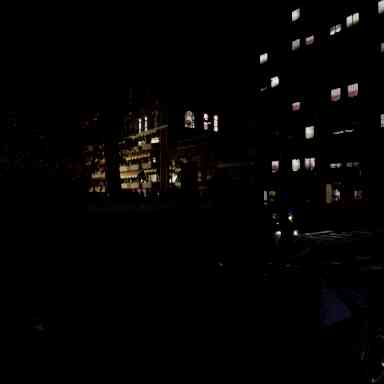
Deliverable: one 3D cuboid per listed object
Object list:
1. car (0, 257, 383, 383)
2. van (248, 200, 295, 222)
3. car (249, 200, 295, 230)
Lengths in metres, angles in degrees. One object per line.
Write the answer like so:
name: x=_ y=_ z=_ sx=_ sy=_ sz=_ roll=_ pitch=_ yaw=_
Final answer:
car: x=0.520 y=1.548 z=3.747 sx=5.357 sy=1.411 sz=2.033 roll=0 pitch=0 yaw=-36
van: x=7.136 y=1.643 z=30.187 sx=1.690 sy=1.788 sz=3.998 roll=-1 pitch=0 yaw=-36
car: x=4.918 y=1.605 z=23.421 sx=2.097 sy=1.767 sz=4.553 roll=0 pitch=-1 yaw=-36
